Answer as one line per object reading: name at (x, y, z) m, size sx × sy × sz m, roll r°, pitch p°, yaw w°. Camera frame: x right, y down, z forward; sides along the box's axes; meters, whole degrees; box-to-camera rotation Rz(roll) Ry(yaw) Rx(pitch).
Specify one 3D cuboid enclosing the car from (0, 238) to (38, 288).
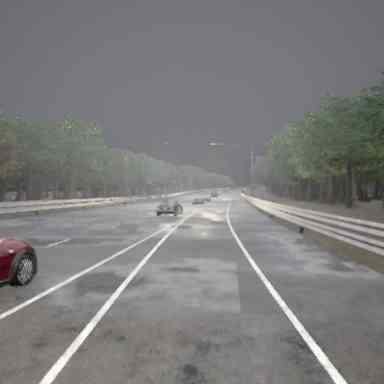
car at (-5.115, 1.346, 6.577) m, size 2.097 × 1.767 × 4.553 m, roll 0°, pitch 0°, yaw 7°

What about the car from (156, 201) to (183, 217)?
car at (-2.040, 1.531, 31.597) m, size 2.033 × 1.411 × 5.357 m, roll 0°, pitch 0°, yaw 7°

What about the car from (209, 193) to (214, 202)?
car at (3.336, 1.524, 75.426) m, size 1.895 × 1.301 × 4.718 m, roll 0°, pitch 0°, yaw 7°

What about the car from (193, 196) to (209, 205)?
car at (1.254, 1.507, 58.464) m, size 2.033 × 1.411 × 5.357 m, roll 0°, pitch 0°, yaw 7°
